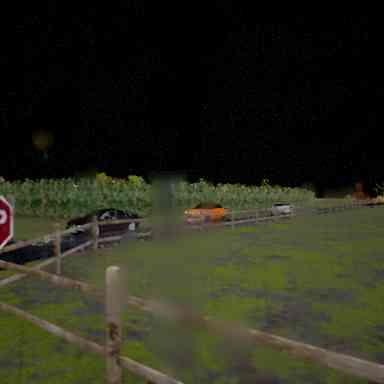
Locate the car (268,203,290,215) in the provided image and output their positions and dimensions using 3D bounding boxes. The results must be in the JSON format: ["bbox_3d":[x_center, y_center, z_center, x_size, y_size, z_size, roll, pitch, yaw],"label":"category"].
[{"bbox_3d":[11.642,2.181,43.752,1.812,1.442,4.674,-2,-2,36],"label":"car"}]

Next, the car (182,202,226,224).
[{"bbox_3d":[1.140,1.787,29.263,2.097,1.767,4.553,-1,-2,36],"label":"car"}]

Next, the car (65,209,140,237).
[{"bbox_3d":[-5.312,1.808,20.273,1.837,1.490,4.892,-1,-2,35],"label":"car"}]
